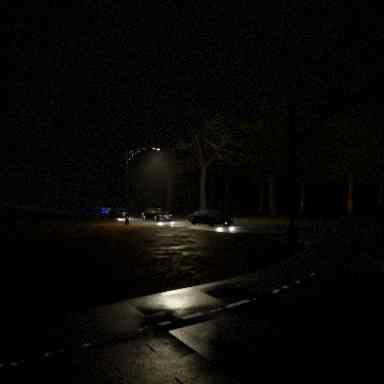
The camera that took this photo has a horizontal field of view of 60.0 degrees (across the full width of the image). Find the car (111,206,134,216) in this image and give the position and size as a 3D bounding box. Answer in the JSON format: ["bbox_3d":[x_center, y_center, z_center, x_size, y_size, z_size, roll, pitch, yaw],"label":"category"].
[{"bbox_3d":[-11.919,3.218,56.618,2.128,1.511,4.902,1,-2,-33],"label":"car"}]

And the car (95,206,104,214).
[{"bbox_3d":[-17.635,3.507,65.336,1.882,1.535,5.008,1,-2,-33],"label":"car"}]

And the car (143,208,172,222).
[{"bbox_3d":[-4.029,2.575,38.028,1.837,1.490,4.892,1,-2,-33],"label":"car"}]

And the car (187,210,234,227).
[{"bbox_3d":[1.478,2.278,29.669,2.033,1.411,5.357,0,-2,-30],"label":"car"}]

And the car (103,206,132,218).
[{"bbox_3d":[-10.697,2.954,48.222,2.128,1.511,4.902,1,-2,-33],"label":"car"}]
